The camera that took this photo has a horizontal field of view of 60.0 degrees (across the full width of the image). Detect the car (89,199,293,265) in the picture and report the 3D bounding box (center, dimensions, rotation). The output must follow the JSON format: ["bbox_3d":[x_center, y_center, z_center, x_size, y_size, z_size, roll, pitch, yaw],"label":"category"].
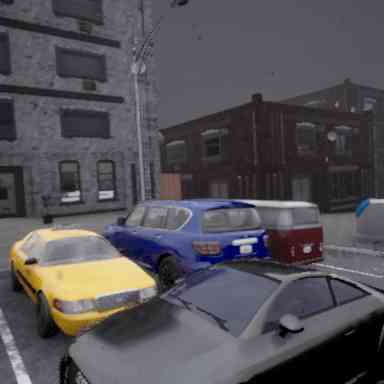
[{"bbox_3d":[-0.496,1.213,8.685,2.435,2.045,5.566,0,0,-36],"label":"car"}]

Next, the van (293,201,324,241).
[{"bbox_3d":[1.725,1.229,10.378,1.878,1.987,4.442,0,0,-36],"label":"van"}]

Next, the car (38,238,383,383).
[{"bbox_3d":[0.702,1.555,3.879,4.181,1.385,1.994,0,0,-36],"label":"car"}]
